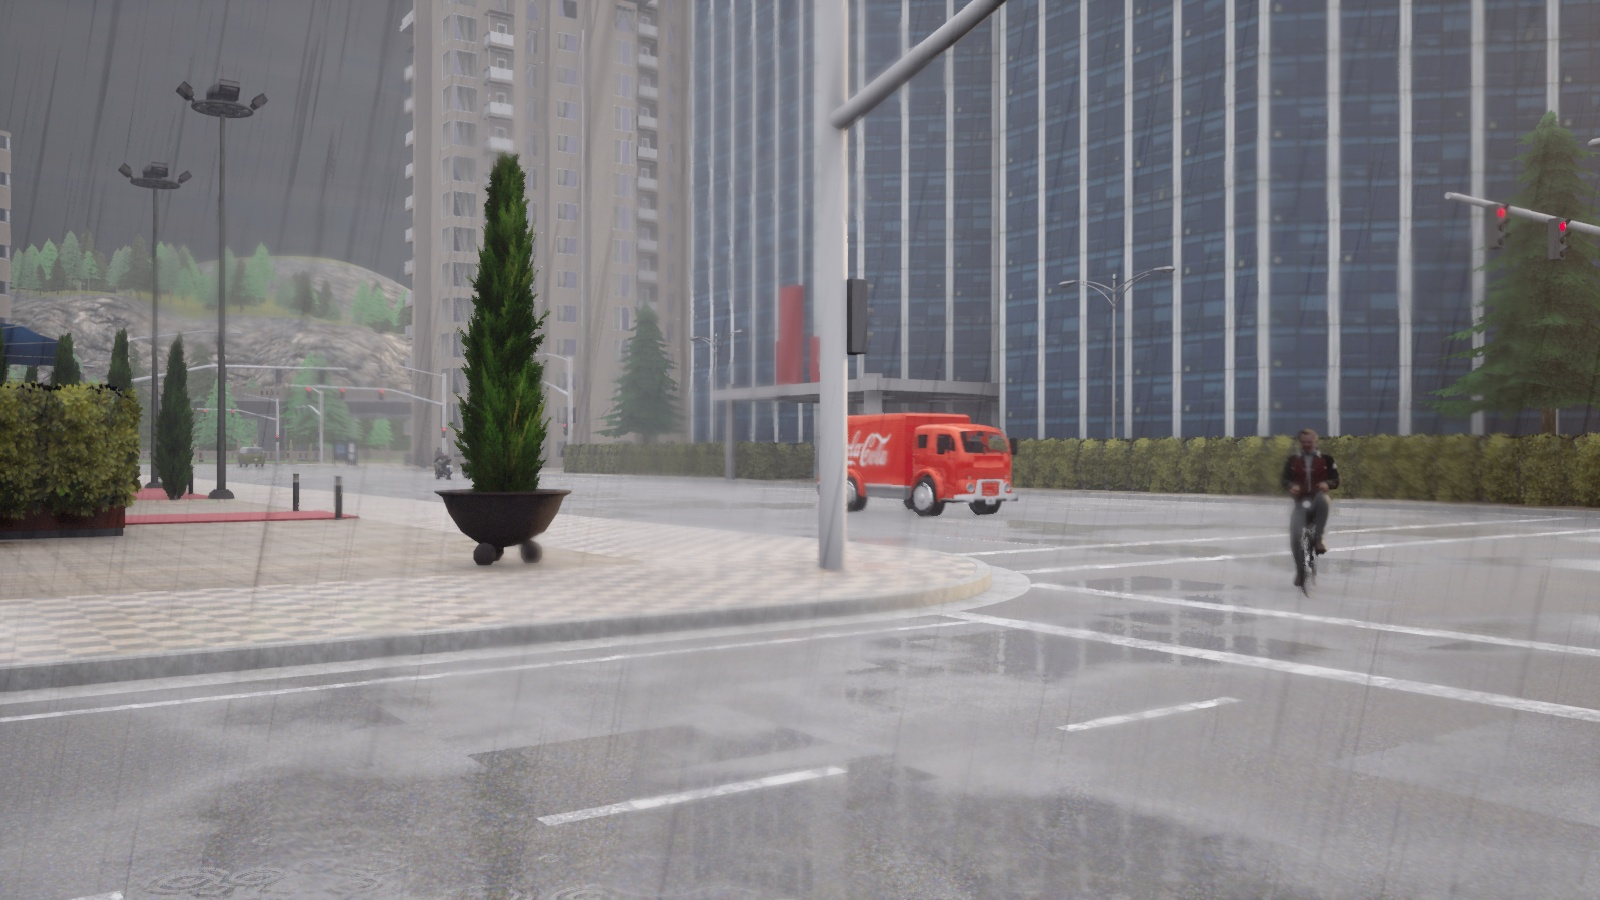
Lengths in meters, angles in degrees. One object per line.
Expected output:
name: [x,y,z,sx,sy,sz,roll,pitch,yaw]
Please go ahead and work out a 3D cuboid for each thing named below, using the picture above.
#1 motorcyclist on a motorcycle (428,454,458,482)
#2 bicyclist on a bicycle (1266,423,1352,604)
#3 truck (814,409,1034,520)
motorcyclist on a motorcycle: [-19.588,0.990,68.870,0.866,1.530,2.191,0,0,-35]
bicyclist on a bicycle: [5.421,0.636,13.307,0.659,1.776,1.843,-2,-1,26]
truck: [2.931,0.327,30.913,2.627,2.467,5.204,0,0,-35]
